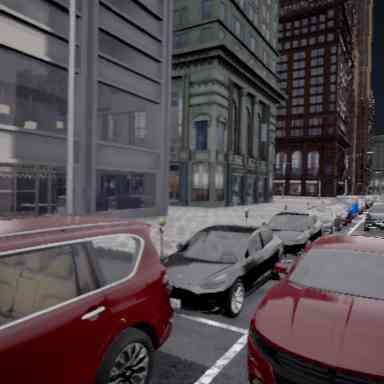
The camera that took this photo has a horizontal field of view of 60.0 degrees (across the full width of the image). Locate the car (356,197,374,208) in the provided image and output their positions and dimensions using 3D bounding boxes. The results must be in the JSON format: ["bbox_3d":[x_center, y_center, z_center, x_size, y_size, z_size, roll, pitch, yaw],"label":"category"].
[{"bbox_3d":[23.961,1.360,46.043,1.947,1.339,4.313,2,1,31],"label":"car"}]

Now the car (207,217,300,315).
[{"bbox_3d":[0.804,1.445,7.351,1.947,1.339,4.313,2,1,31],"label":"car"}]

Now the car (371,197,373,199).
[{"bbox_3d":[21.067,1.368,41.206,1.947,1.339,4.313,2,1,31],"label":"car"}]

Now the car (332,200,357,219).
[{"bbox_3d":[9.488,1.423,21.861,1.802,1.307,4.206,2,1,31],"label":"car"}]

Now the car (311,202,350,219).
[{"bbox_3d":[6.593,1.404,17.023,2.008,1.369,4.403,2,1,31],"label":"car"}]

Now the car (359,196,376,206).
[{"bbox_3d":[26.857,1.337,50.879,2.008,1.369,4.403,2,1,31],"label":"car"}]

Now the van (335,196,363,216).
[{"bbox_3d":[12.388,1.172,26.694,1.690,1.788,3.998,2,1,31],"label":"van"}]

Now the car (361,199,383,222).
[{"bbox_3d":[11.095,1.431,19.160,1.837,1.490,4.892,2,2,31],"label":"car"}]

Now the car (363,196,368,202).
[{"bbox_3d":[15.191,1.346,31.387,1.752,1.417,4.829,2,1,31],"label":"car"}]

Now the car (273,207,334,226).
[{"bbox_3d":[3.698,1.432,12.187,1.947,1.339,4.313,2,1,31],"label":"car"}]

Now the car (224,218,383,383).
[{"bbox_3d":[2.414,1.441,4.847,1.882,1.535,5.008,2,1,31],"label":"car"}]

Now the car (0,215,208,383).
[{"bbox_3d":[-2.086,1.208,2.511,2.192,1.841,5.009,2,1,31],"label":"car"}]

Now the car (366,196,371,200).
[{"bbox_3d":[18.172,1.393,36.370,1.802,1.307,4.206,2,1,31],"label":"car"}]
